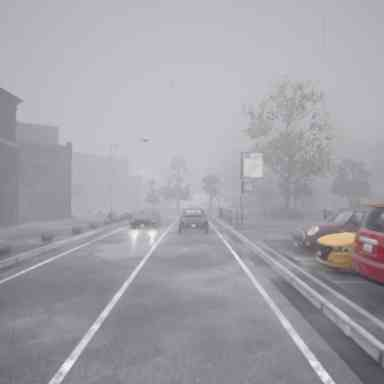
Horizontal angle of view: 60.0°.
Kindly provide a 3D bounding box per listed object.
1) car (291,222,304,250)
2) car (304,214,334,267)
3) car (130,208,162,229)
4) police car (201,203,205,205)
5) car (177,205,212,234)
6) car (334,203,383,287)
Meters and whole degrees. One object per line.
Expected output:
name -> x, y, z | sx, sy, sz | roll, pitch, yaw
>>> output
car -> 6.212, 1.406, 12.768 | 4.553, 1.767, 2.185 | 0, 0, -1
car -> 6.214, 1.508, 9.731 | 5.008, 1.535, 2.097 | 0, 0, -1
car -> -3.301, 1.942, 24.965 | 2.033, 1.411, 5.357 | 0, -2, 1
police car -> 0.172, 2.295, 37.714 | 2.038, 1.542, 4.974 | 0, -2, 2
car -> 0.087, 1.787, 21.439 | 2.128, 1.511, 4.902 | 0, -1, 0
car -> 6.266, 1.234, 6.816 | 5.566, 2.045, 2.435 | 0, 0, 0
